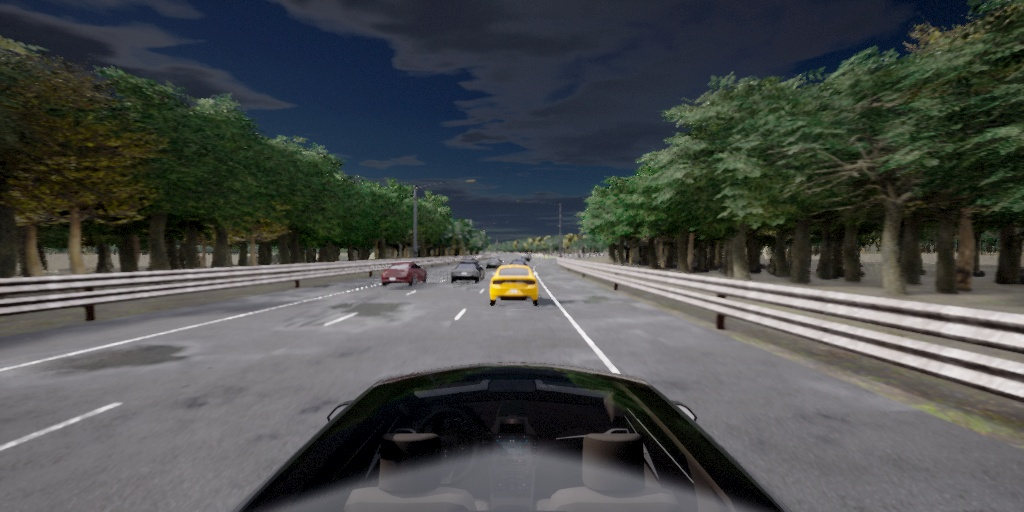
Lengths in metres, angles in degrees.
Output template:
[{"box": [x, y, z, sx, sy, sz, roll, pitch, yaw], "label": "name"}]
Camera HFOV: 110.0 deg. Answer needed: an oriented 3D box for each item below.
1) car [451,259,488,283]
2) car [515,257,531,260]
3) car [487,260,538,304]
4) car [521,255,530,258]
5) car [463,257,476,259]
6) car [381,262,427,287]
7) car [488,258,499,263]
[{"box": [-3.117, 1.129, 25.842, 1.994, 1.385, 4.181, 0, 0, 2], "label": "car"}, {"box": [0.556, 1.068, 34.636, 1.994, 1.385, 4.181, 0, 0, 2], "label": "car"}, {"box": [0.105, 1.128, 15.590, 1.882, 1.535, 5.008, 0, 0, 1], "label": "car"}, {"box": [1.242, 0.906, 51.198, 2.033, 1.411, 5.357, 0, 1, 3], "label": "car"}, {"box": [-5.778, 0.855, 49.272, 2.128, 1.511, 4.902, 0, 1, 3], "label": "car"}, {"box": [-6.698, 1.111, 22.563, 1.812, 1.442, 4.674, 0, 1, 1], "label": "car"}, {"box": [-2.299, 0.940, 48.670, 1.994, 1.385, 4.181, 0, 1, 3], "label": "car"}]
